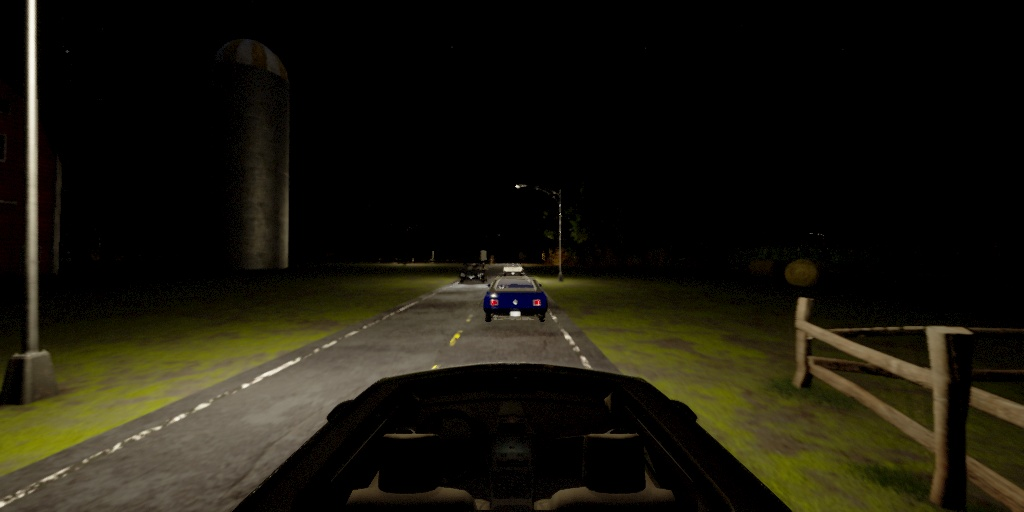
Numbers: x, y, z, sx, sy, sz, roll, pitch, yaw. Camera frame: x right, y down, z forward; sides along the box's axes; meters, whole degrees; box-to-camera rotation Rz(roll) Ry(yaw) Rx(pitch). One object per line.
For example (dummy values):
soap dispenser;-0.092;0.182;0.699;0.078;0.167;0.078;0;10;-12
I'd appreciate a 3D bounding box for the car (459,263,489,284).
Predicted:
car;-2.847;1.272;27.462;1.837;1.490;4.892;0;0;0

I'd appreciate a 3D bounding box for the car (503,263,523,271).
car;0.094;1.377;36.475;1.895;1.301;4.718;0;0;0

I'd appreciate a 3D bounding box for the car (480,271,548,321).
car;0.092;1.356;12.414;1.895;1.301;4.718;0;0;0
